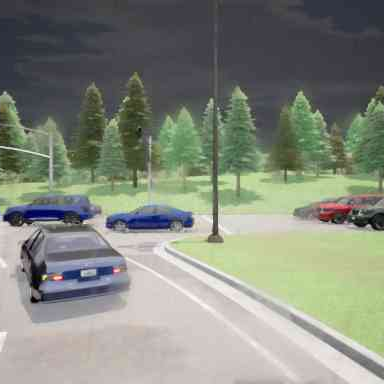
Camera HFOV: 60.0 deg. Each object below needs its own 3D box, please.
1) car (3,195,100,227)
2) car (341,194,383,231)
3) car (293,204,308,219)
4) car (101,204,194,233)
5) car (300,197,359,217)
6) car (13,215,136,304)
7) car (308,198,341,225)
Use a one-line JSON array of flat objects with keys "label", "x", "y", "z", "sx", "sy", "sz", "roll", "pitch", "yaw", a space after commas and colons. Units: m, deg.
[{"label": "car", "x": -9.345, "y": 1.222, "z": 22.033, "sx": 5.566, "sy": 2.045, "sz": 2.150, "roll": 0, "pitch": 0, "yaw": -5}, {"label": "car", "x": 12.500, "y": 1.222, "z": 20.282, "sx": 5.566, "sy": 2.045, "sz": 2.150, "roll": 0, "pitch": 0, "yaw": -4}, {"label": "car", "x": 10.767, "y": 1.505, "z": 27.167, "sx": 4.892, "sy": 1.490, "sz": 1.837, "roll": 0, "pitch": 0, "yaw": -5}, {"label": "car", "x": -2.376, "y": 1.478, "z": 19.087, "sx": 5.008, "sy": 1.535, "sz": 1.882, "roll": 0, "pitch": 0, "yaw": -5}, {"label": "car", "x": 12.652, "y": 1.353, "z": 30.831, "sx": 4.553, "sy": 1.767, "sz": 2.097, "roll": 0, "pitch": 0, "yaw": -5}, {"label": "car", "x": -3.173, "y": 1.548, "z": 8.344, "sx": 2.033, "sy": 1.411, "sz": 5.357, "roll": 0, "pitch": 0, "yaw": -30}, {"label": "car", "x": 11.602, "y": 1.215, "z": 23.724, "sx": 5.566, "sy": 2.045, "sz": 2.150, "roll": -1, "pitch": 0, "yaw": -5}]
